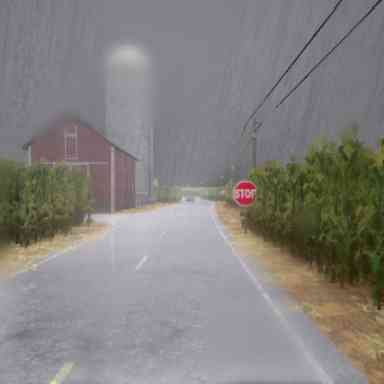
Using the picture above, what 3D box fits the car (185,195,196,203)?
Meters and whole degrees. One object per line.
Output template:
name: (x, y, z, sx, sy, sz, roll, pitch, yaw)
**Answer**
car: (-0.315, 1.449, 70.242, 1.837, 1.490, 4.892, 0, 0, 3)
